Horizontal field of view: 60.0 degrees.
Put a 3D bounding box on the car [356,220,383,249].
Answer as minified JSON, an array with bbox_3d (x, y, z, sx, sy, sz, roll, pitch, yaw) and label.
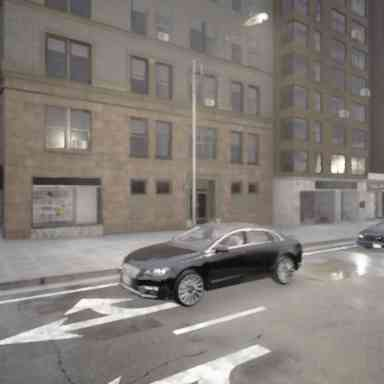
[{"bbox_3d":[9.226,1.690,14.214,5.357,1.411,2.033,1,0,-35],"label":"car"}]

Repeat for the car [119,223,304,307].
[{"bbox_3d":[0.684,1.537,8.143,4.902,1.511,2.128,1,0,-35],"label":"car"}]
